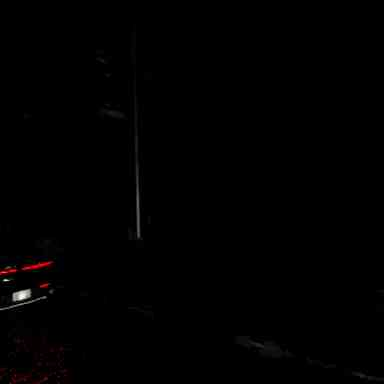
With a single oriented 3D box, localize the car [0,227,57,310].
[{"bbox_3d":[-4.822,1.475,7.003,4.892,1.490,1.837,0,0,36],"label":"car"}]
